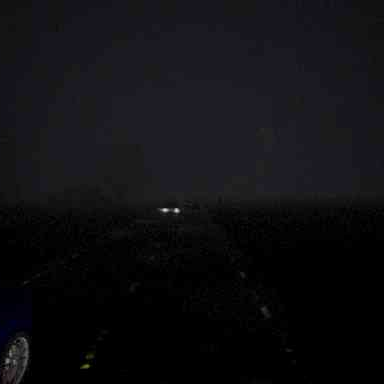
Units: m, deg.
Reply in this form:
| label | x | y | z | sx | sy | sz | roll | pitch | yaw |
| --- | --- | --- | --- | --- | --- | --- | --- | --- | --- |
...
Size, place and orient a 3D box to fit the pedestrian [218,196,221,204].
| label | x | y | z | sx | sy | sz | roll | pitch | yaw |
| --- | --- | --- | --- | --- | --- | --- | --- | --- | --- |
| pedestrian | 2.831 | 1.274 | 34.277 | 0.375 | 1.860 | 0.375 | -1 | 1 | -3 |

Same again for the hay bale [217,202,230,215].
| label | x | y | z | sx | sy | sz | roll | pitch | yaw |
| --- | --- | --- | --- | --- | --- | --- | --- | --- | --- |
| hay bale | 3.138 | 1.650 | 33.183 | 1.220 | 1.180 | 1.240 | 1 | 1 | 0 |

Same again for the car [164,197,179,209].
| label | x | y | z | sx | sy | sz | roll | pitch | yaw |
| --- | --- | --- | --- | --- | --- | --- | --- | --- | --- |
| car | -2.824 | 1.478 | 46.549 | 1.882 | 1.535 | 5.008 | 0 | 0 | 0 |

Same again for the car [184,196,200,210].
| label | x | y | z | sx | sy | sz | roll | pitch | yaw |
| --- | --- | --- | --- | --- | --- | --- | --- | --- | --- |
| car | 0.030 | 1.562 | 43.715 | 1.994 | 1.385 | 4.181 | 0 | 0 | 1 |

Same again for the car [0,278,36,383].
| label | x | y | z | sx | sy | sz | roll | pitch | yaw |
| --- | --- | --- | --- | --- | --- | --- | --- | --- | --- |
| car | -2.851 | 1.524 | 2.428 | 1.812 | 1.442 | 4.674 | 0 | 0 | 0 |

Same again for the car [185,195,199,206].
| label | x | y | z | sx | sy | sz | roll | pitch | yaw |
| --- | --- | --- | --- | --- | --- | --- | --- | --- | --- |
| car | 0.011 | 1.359 | 54.807 | 2.097 | 1.767 | 4.553 | 0 | 0 | 0 |
